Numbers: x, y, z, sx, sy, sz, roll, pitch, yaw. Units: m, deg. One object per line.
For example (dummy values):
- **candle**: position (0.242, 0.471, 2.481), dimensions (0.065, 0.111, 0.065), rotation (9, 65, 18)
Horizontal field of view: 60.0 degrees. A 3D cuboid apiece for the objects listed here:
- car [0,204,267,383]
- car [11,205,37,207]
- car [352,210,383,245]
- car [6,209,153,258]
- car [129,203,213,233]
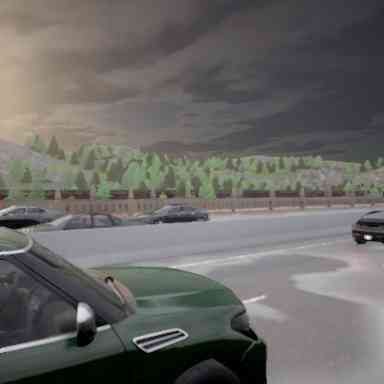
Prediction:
- **car**: position (-1.939, 1.222, 2.360), dimensions (5.566, 2.045, 2.150), rotation (0, 0, -36)
- **car**: position (-9.680, 1.492, 18.581), dimensions (4.902, 1.511, 2.128), rotation (0, 0, -35)
- **car**: position (8.805, 1.512, 14.320), dimensions (4.892, 1.490, 1.837), rotation (0, 0, -35)
- **car**: position (-4.467, 1.548, 13.701), dimensions (5.357, 1.411, 2.033), rotation (0, 0, -35)
- **car**: position (-1.189, 1.508, 20.334), dimensions (4.892, 1.490, 1.837), rotation (0, 0, -35)
